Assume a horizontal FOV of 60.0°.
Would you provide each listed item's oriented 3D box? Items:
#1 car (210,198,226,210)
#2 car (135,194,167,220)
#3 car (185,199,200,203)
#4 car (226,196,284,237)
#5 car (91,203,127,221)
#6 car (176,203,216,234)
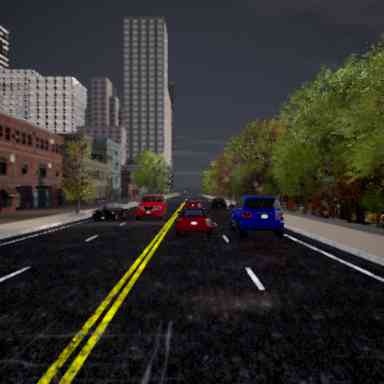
[{"bbox_3d":[3.355,1.472,43.053,1.882,1.535,5.008,0,0,0],"label":"car"},{"bbox_3d":[-3.328,1.222,28.172,2.150,2.045,5.566,0,0,0],"label":"car"},{"bbox_3d":[0.106,1.559,41.995,1.994,1.385,4.181,0,0,0],"label":"car"},{"bbox_3d":[3.353,1.222,18.057,2.150,2.045,5.566,0,0,0],"label":"car"},{"bbox_3d":[-6.584,1.600,26.856,1.895,1.301,4.718,0,0,0],"label":"car"},{"bbox_3d":[0.103,1.564,19.085,1.994,1.385,4.181,0,0,0],"label":"car"}]
